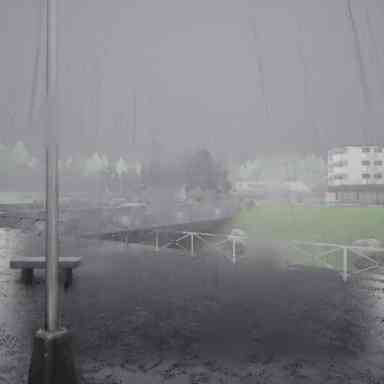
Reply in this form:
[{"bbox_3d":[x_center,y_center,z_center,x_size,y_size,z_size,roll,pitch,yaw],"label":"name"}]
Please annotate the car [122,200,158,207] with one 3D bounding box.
[{"bbox_3d":[-6.322,1.601,41.436,1.895,1.301,4.718,0,0,36],"label":"car"}]
